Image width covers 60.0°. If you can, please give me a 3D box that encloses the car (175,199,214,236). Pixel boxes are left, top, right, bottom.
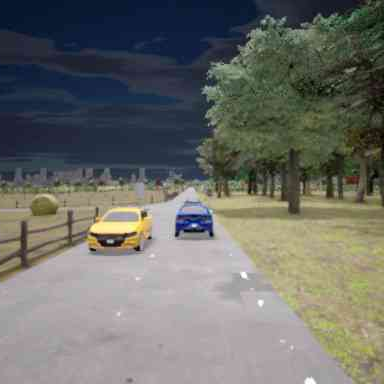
[{"bbox_3d":[0.107,1.383,17.747,1.882,1.535,5.008,0,0,0],"label":"car"}]

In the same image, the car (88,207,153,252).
[{"bbox_3d":[-2.757,1.406,13.778,1.882,1.535,5.008,0,0,0],"label":"car"}]
